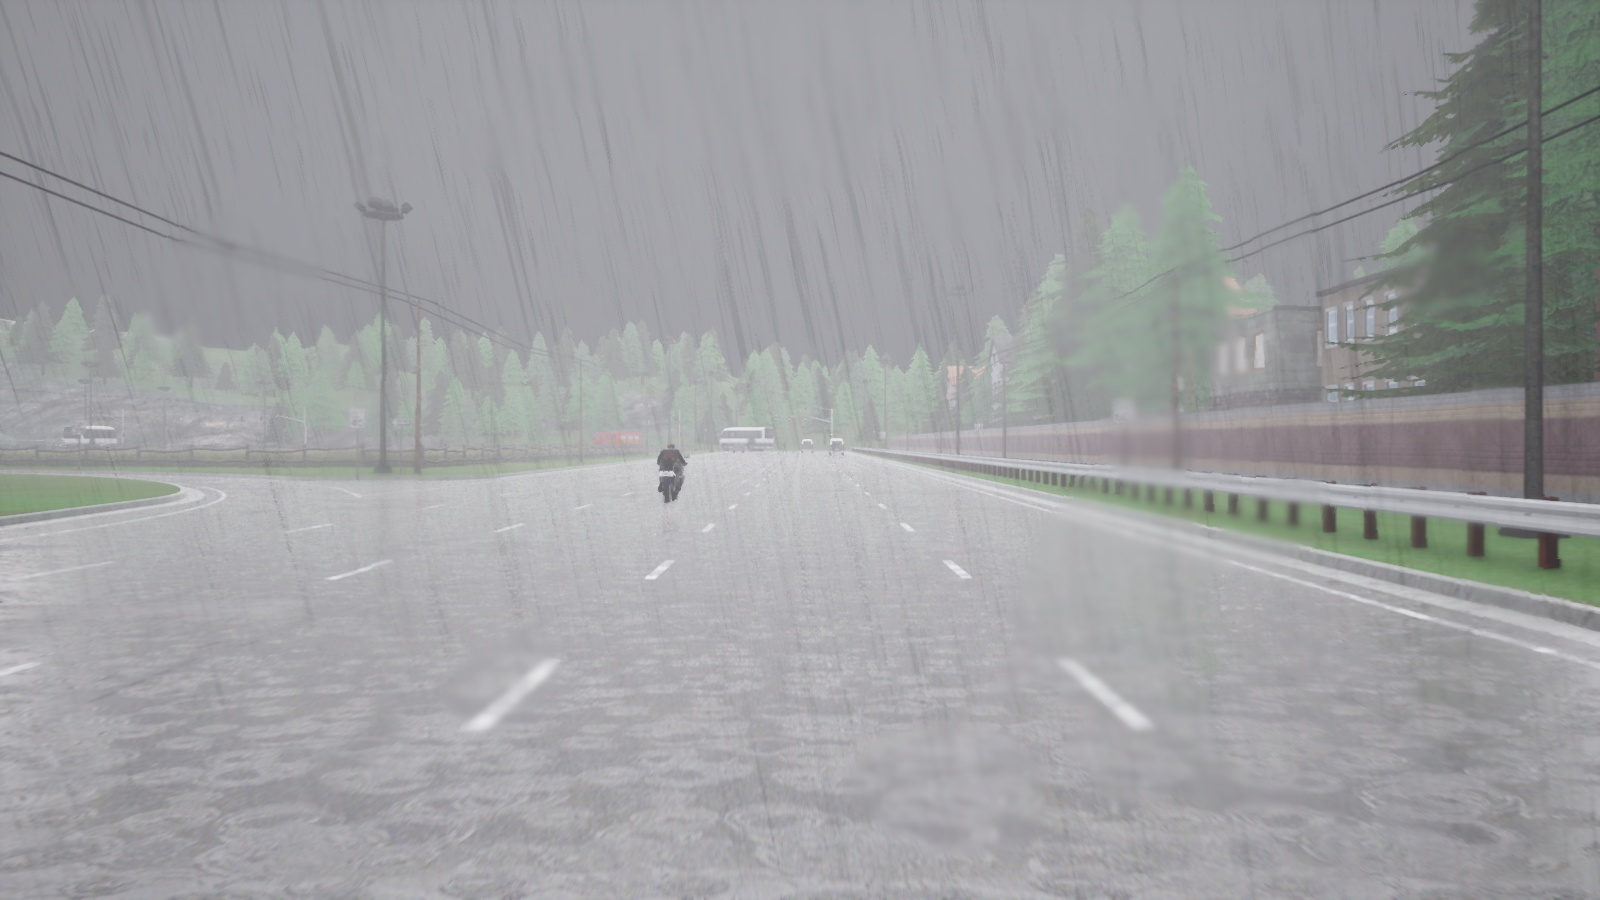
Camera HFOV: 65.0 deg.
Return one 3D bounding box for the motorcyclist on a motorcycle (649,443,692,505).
[{"bbox_3d":[-3.301,0.596,32.103,0.866,1.530,2.191,0,0,0],"label":"motorcyclist on a motorcycle"}]
